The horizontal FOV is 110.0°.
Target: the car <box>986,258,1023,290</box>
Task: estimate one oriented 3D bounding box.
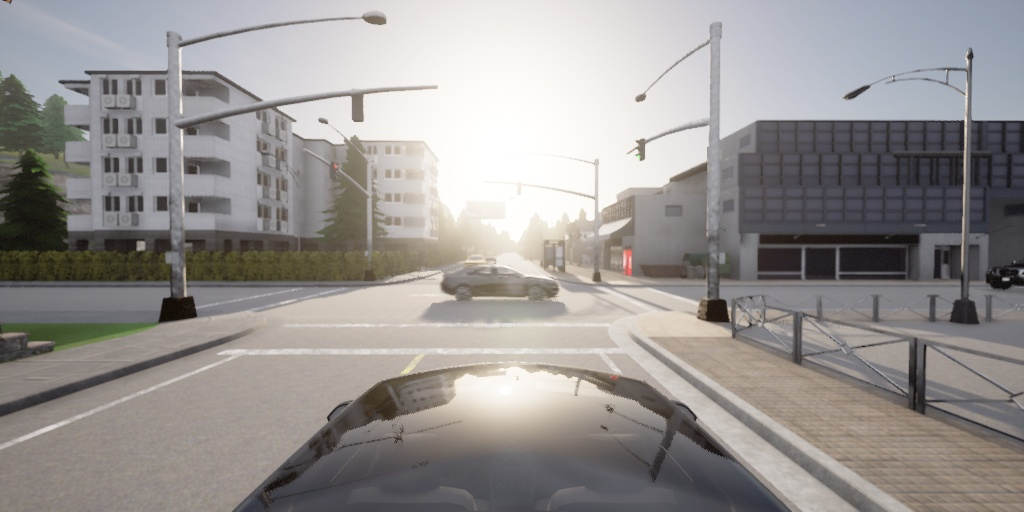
[{"bbox_3d":[28.460,0.854,18.645,5.566,2.045,2.150,0,1,0],"label":"car"}]

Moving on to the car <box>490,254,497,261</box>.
[{"bbox_3d":[-3.541,0.344,57.949,1.994,1.385,4.181,0,1,1],"label":"car"}]

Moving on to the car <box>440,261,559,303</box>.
[{"bbox_3d":[-0.515,1.114,14.982,4.902,1.511,2.128,0,0,0],"label":"car"}]

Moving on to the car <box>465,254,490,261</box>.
[{"bbox_3d":[-3.595,0.640,35.783,1.882,1.535,5.008,0,2,0],"label":"car"}]
